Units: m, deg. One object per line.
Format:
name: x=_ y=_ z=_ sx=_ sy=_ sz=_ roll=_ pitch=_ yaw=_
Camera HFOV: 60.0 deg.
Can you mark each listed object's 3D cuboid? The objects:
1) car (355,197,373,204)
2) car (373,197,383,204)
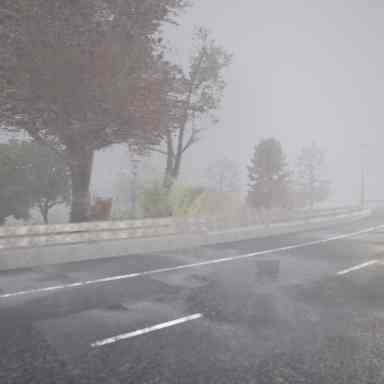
car: x=39.530 y=1.904 z=77.466 sx=1.882 sy=1.535 sz=5.008 roll=0 pitch=0 yaw=5
car: x=42.995 y=1.955 z=76.970 sx=2.128 sy=1.511 sz=4.902 roll=0 pitch=0 yaw=5
